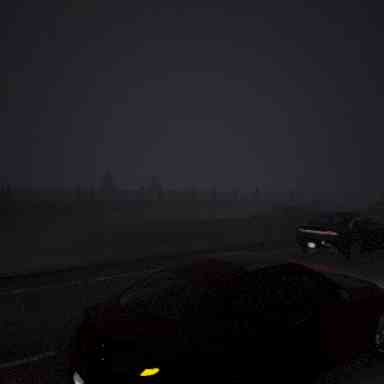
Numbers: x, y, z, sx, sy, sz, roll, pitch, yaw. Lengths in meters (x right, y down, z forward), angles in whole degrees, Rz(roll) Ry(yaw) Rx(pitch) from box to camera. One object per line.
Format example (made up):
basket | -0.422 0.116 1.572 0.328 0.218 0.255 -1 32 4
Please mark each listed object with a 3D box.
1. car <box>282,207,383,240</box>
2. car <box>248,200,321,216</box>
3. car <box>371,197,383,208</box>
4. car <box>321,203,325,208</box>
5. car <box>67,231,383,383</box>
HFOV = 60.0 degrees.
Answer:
car | 5.866 1.510 12.226 4.902 1.511 2.128 0 0 -36
car | 5.636 1.504 20.877 5.008 1.535 1.882 0 0 -35
car | 22.037 1.510 36.776 5.566 2.045 2.150 4 -2 -35
car | 11.464 1.564 33.567 4.892 1.490 1.837 1 -1 -35
car | 0.852 1.531 4.349 4.674 1.442 1.812 0 0 -36
